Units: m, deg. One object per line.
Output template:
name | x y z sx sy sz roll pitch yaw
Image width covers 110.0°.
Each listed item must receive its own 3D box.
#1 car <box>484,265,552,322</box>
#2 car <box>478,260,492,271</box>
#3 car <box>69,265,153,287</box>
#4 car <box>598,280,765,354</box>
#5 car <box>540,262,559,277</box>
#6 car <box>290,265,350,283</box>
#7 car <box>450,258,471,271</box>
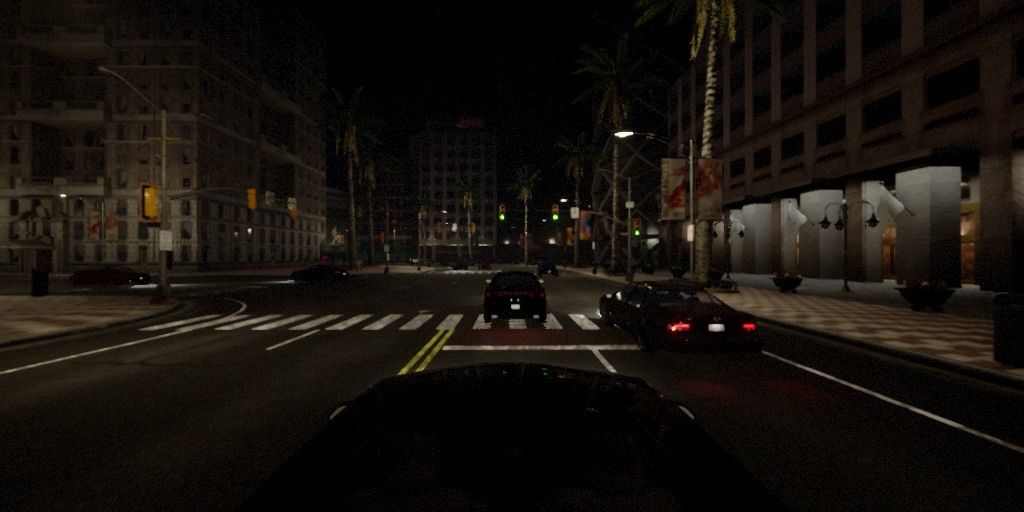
car | 0.100 1.244 12.420 1.882 1.535 5.008 0 0 0
car | -3.945 1.304 52.653 1.882 1.535 5.008 0 0 -5
car | -27.566 1.348 24.740 4.181 1.385 1.994 0 0 0
car | 3.596 1.308 8.814 2.033 1.411 5.357 0 0 0
car | 3.612 1.328 36.901 1.812 1.442 4.674 0 0 0
car | -14.971 1.353 28.004 4.181 1.385 1.994 0 0 7
car | -7.366 1.386 51.609 1.994 1.385 4.181 0 0 -4
